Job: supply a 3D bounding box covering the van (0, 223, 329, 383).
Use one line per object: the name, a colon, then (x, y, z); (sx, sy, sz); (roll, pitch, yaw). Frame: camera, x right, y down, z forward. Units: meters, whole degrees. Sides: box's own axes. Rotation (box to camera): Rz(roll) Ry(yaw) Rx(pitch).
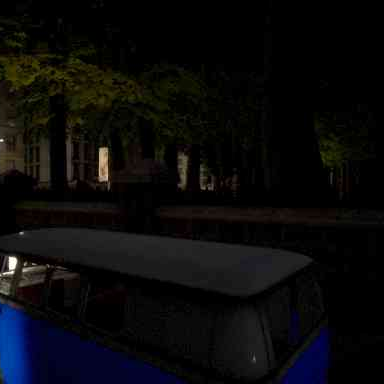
van: (-0.719, 1.341, 3.374); (3.998, 1.788, 1.690); (0, 0, 36)
